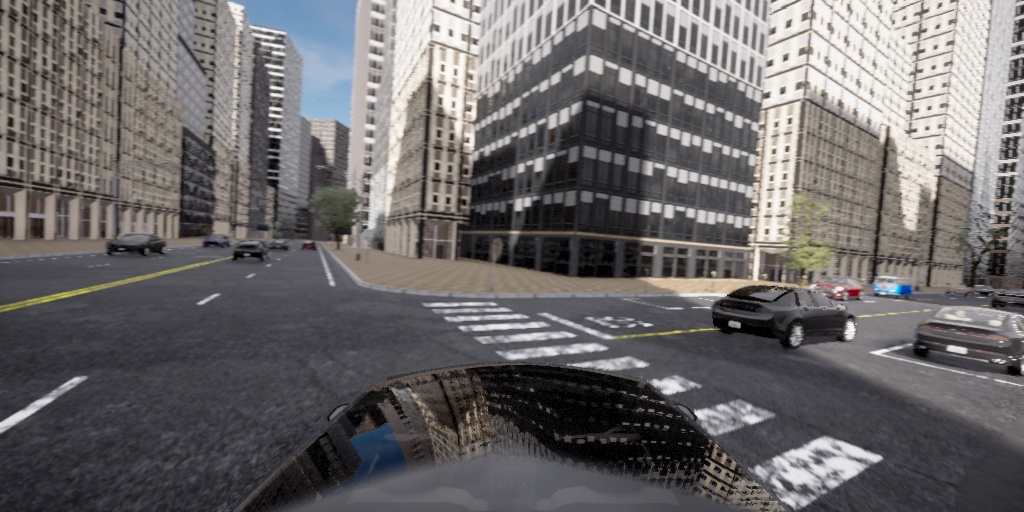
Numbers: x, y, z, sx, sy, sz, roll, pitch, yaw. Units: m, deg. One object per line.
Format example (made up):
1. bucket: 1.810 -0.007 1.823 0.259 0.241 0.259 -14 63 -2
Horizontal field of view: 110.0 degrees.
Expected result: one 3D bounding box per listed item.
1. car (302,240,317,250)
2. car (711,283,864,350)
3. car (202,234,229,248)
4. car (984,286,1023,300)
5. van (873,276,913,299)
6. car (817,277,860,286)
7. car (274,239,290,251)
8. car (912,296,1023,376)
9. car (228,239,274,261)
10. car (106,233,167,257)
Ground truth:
1. car: -31.251 -1.710 55.312 1.882 1.535 5.008 3 1 -29
2. car: 7.857 1.612 10.272 4.892 1.490 1.837 3 0 -27
3. car: -36.524 -1.921 44.445 2.097 1.767 4.553 3 1 -29
4. car: 38.591 3.345 27.409 4.902 1.511 2.128 3 2 -29
5. van: 32.305 2.646 30.509 3.998 1.789 1.690 0 0 -29
6. car: 22.500 2.191 24.953 4.097 1.591 1.967 0 0 -29
7. car: -30.269 -1.437 46.750 1.812 1.442 4.674 3 1 -29
8. car: 11.948 1.988 9.212 4.403 1.370 2.007 0 0 -29
9. car: -19.268 -0.441 26.651 1.837 1.490 4.892 3 1 -29
10. car: -25.977 -0.814 24.982 1.882 1.535 5.008 3 1 -29
